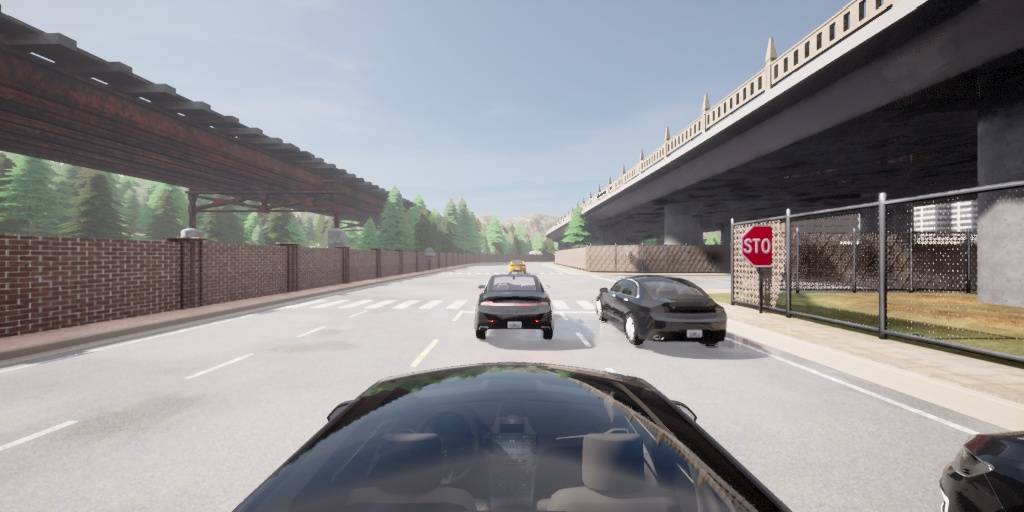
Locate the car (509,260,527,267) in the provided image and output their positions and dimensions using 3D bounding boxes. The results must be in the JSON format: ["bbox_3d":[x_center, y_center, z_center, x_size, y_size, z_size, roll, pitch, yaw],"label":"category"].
[{"bbox_3d":[0.667,1.228,41.983,1.882,1.535,5.008,0,0,1],"label":"car"}]

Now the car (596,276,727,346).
[{"bbox_3d":[3.559,1.256,9.411,1.837,1.490,4.892,0,0,0],"label":"car"}]

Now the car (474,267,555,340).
[{"bbox_3d":[0.057,1.242,10.000,2.128,1.511,4.902,0,0,0],"label":"car"}]

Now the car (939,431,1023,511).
[{"bbox_3d":[3.556,1.255,0.127,1.837,1.490,4.892,0,0,0],"label":"car"}]
